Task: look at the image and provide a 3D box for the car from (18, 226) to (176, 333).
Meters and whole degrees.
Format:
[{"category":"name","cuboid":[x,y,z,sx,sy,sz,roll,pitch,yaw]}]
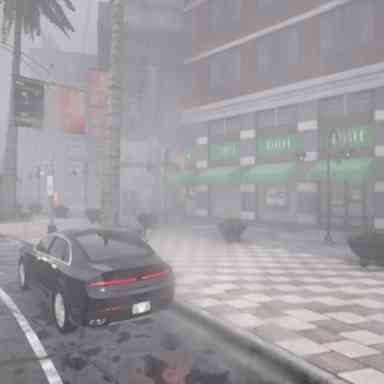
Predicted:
[{"category":"car","cuboid":[-2.242,1.486,6.934,1.837,1.490,4.892,0,0,-38]}]
